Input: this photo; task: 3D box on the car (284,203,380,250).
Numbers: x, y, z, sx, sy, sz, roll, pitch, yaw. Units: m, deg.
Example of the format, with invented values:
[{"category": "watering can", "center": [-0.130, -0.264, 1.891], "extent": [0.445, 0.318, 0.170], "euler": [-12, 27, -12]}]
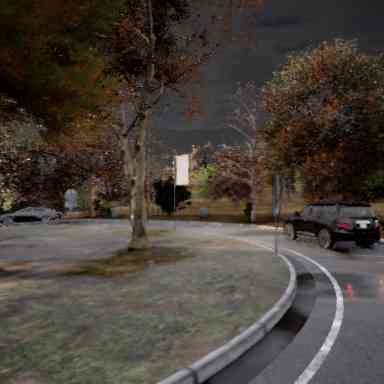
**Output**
[{"category": "car", "center": [6.603, 1.556, 16.425], "extent": [2.150, 2.045, 5.566], "euler": [1, -1, -11]}]

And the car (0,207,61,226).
[{"category": "car", "center": [-13.951, 2.031, 28.765], "extent": [4.902, 1.511, 2.128], "euler": [-1, -1, -12]}]
